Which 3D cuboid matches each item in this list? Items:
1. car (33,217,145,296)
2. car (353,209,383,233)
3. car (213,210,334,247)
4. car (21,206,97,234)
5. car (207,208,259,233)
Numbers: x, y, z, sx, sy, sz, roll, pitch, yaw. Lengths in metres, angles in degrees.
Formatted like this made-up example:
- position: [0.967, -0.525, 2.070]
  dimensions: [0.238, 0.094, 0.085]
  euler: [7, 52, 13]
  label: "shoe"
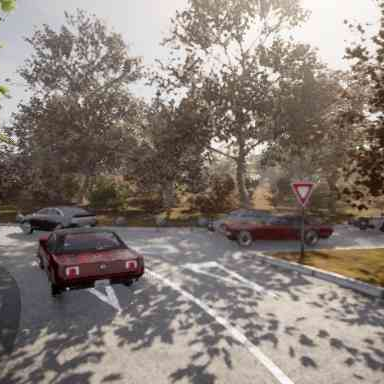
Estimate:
- position: [-2.929, 1.601, 8.823]
  dimensions: [1.895, 1.301, 4.718]
  euler: [0, 0, -29]
  label: "car"
- position: [11.709, 1.624, 19.508]
  dimensions: [4.181, 1.385, 1.994]
  euler: [1, 0, -15]
  label: "car"
- position: [3.565, 1.601, 14.641]
  dimensions: [4.718, 1.301, 1.895]
  euler: [0, 0, -8]
  label: "car"
- position: [-7.043, 1.494, 17.535]
  dimensions: [4.902, 1.511, 2.128]
  euler: [0, 0, 34]
  label: "car"
- position: [2.871, 1.563, 17.506]
  dimensions: [4.181, 1.385, 1.994]
  euler: [0, 0, -12]
  label: "car"
